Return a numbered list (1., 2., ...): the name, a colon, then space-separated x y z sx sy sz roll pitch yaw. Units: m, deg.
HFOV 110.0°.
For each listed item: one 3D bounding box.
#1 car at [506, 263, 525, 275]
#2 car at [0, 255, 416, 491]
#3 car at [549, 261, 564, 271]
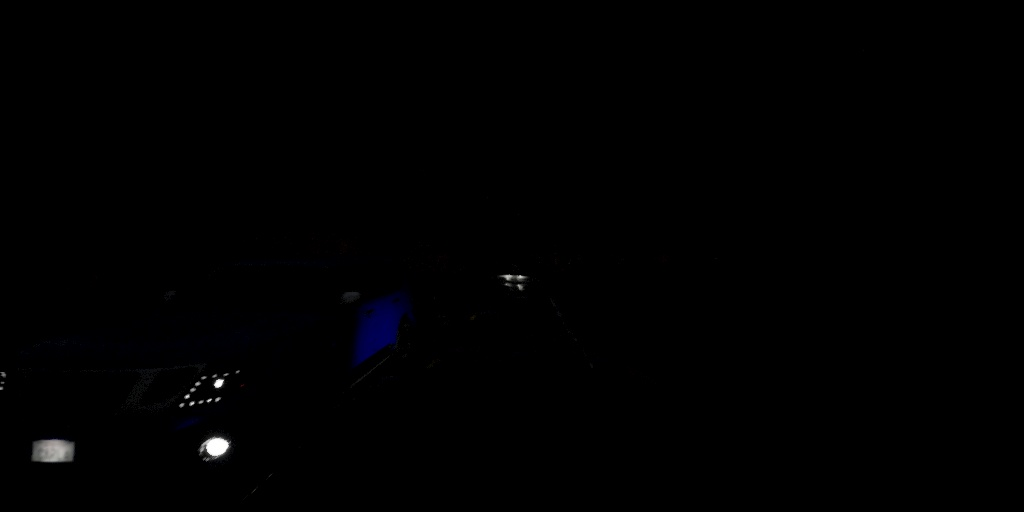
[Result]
1. car: 0.507 1.681 46.802 1.812 1.442 4.674 0 -1 10
2. car: -3.053 0.990 5.180 2.150 2.045 5.566 0 -1 1
3. car: 7.430 1.787 61.697 1.882 1.535 5.008 0 0 12
